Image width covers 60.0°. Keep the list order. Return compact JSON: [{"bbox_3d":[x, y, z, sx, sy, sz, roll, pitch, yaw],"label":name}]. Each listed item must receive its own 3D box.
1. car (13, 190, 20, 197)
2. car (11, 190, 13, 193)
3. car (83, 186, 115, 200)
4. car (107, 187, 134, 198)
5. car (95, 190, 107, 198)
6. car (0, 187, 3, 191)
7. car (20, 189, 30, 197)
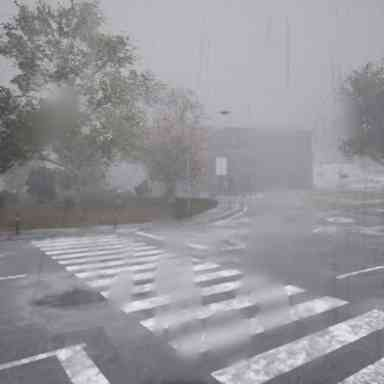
[{"bbox_3d":[-34.433,0.355,70.263,2.097,1.535,5.008,0,2,18],"label":"car"},{"bbox_3d":[-36.782,0.189,72.072,2.185,1.767,4.553,0,2,18],"label":"car"},{"bbox_3d":[-15.526,0.093,55.855,2.435,2.045,5.566,-2,1,16],"label":"car"},{"bbox_3d":[-10.720,0.275,52.322,2.231,1.521,4.892,-1,1,16],"label":"car"},{"bbox_3d":[-13.137,0.059,54.036,2.435,2.045,5.566,-1,1,16],"label":"car"},{"bbox_3d":[-39.147,0.276,73.779,1.946,1.575,5.366,0,2,19],"label":"car"},{"bbox_3d":[-32.106,0.391,68.418,2.231,1.521,4.892,-1,2,18],"label":"car"}]
